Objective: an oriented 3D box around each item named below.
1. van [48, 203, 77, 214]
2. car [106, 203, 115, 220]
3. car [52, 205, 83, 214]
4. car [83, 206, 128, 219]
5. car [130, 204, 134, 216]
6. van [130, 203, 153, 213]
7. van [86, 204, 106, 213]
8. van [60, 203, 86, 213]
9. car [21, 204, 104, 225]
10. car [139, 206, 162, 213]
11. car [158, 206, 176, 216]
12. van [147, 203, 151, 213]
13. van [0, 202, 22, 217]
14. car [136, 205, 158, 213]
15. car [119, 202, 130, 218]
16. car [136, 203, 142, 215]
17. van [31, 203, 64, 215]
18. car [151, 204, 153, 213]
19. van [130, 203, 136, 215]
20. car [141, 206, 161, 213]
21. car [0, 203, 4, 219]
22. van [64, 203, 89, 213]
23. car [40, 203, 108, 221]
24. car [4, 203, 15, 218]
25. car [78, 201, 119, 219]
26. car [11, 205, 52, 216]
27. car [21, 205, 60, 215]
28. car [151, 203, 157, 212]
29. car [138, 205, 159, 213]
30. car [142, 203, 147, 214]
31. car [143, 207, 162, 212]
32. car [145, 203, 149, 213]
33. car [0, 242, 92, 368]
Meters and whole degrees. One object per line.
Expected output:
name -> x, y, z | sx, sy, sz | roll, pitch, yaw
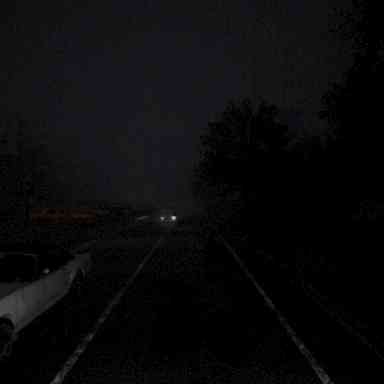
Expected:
van -> -23.298, 2.936, 59.818 | 4.442, 1.987, 1.878 | 0, -2, 0
car -> -10.349, 2.090, 31.907 | 5.008, 1.535, 2.097 | 0, -2, 0
car -> -23.420, 3.269, 62.578 | 5.008, 1.535, 2.097 | 0, -2, 0
car -> -10.370, 2.432, 40.225 | 4.792, 1.488, 2.163 | 0, -2, 0
car -> -10.342, 2.551, 42.998 | 4.674, 1.452, 2.002 | 0, -2, 0
van -> -10.217, 3.313, 67.956 | 4.442, 1.987, 1.878 | 0, -3, 0
van -> -23.526, 4.073, 81.809 | 4.442, 1.987, 1.878 | 0, -3, 0
van -> -23.297, 3.161, 65.205 | 4.442, 1.987, 1.878 | 0, -3, 0
car -> -10.159, 1.911, 26.369 | 5.366, 1.575, 1.946 | 0, -2, 0
car -> -10.144, 4.298, 81.804 | 5.366, 1.575, 1.946 | 0, -3, 0
car -> -3.345, 2.702, 48.137 | 1.882, 1.535, 5.008 | 0, -3, 0
van -> -10.219, 2.931, 59.653 | 4.442, 1.987, 1.878 | 0, -2, 0
van -> -23.537, 2.184, 40.442 | 4.442, 1.987, 1.878 | 0, -2, 0
car -> -10.300, 3.871, 76.267 | 4.553, 1.767, 2.185 | 0, -3, 0
car -> -10.313, 2.044, 37.461 | 5.566, 2.045, 2.435 | 0, -2, 0
car -> -10.344, 2.726, 48.548 | 5.008, 1.535, 2.097 | 0, -2, 0
van -> -23.534, 2.721, 54.283 | 4.442, 1.987, 1.878 | 0, -2, 0
car -> -10.364, 3.294, 62.423 | 4.792, 1.488, 2.163 | 0, -3, 0
van -> -10.456, 2.393, 45.782 | 4.442, 1.987, 1.878 | 0, -2, 0
car -> -10.323, 4.454, 84.576 | 4.892, 1.521, 2.231 | 0, -3, 0
car -> -23.237, 2.193, 34.899 | 5.366, 1.575, 1.946 | 0, -2, 0
van -> -23.530, 3.320, 68.104 | 4.442, 1.987, 1.878 | 0, -3, 0
car -> -10.349, 1.999, 29.136 | 4.892, 1.521, 2.231 | 0, -2, 0
car -> -23.415, 2.303, 37.664 | 4.892, 1.521, 2.231 | 0, -2, 0
car -> -10.373, 2.065, 34.687 | 4.553, 1.767, 2.185 | 0, -2, 0
car -> -23.413, 2.732, 48.738 | 5.008, 1.535, 2.097 | 0, -2, 0
car -> -23.411, 2.841, 51.506 | 4.892, 1.521, 2.231 | 0, -2, 0
car -> -10.362, 3.136, 65.186 | 5.566, 2.045, 2.435 | 0, -3, 0
car -> -10.299, 4.023, 79.039 | 4.553, 1.767, 2.185 | 0, -3, 0
car -> -10.307, 2.971, 54.094 | 4.792, 1.488, 2.163 | 0, -2, 0
car -> -10.335, 4.606, 87.348 | 4.892, 1.521, 2.231 | 0, -3, 0
car -> -10.339, 3.089, 56.869 | 4.674, 1.452, 2.002 | 0, -2, 0
car -> -3.353, 1.654, 5.835 | 1.895, 1.301, 4.718 | 0, -1, 0
